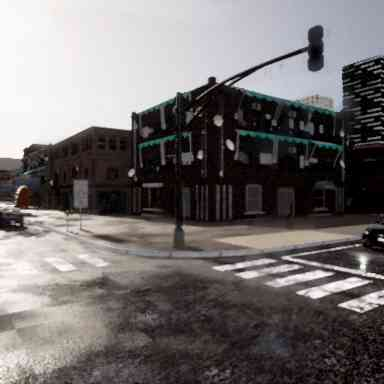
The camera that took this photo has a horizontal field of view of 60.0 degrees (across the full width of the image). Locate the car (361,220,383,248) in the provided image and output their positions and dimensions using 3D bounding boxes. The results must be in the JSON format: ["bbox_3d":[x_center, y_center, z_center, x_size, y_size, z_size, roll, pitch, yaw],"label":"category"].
[{"bbox_3d":[9.026,1.702,14.126,4.181,1.385,1.994,1,0,-36],"label":"car"}]

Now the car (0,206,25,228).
[{"bbox_3d":[-13.580,1.841,24.633,2.008,1.369,4.403,-1,0,-35],"label":"car"}]

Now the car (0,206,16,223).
[{"bbox_3d":[-16.791,1.934,29.142,1.802,1.307,4.206,-1,0,-35],"label":"car"}]

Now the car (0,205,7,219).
[{"bbox_3d":[-20.001,1.996,33.650,1.802,1.307,4.206,-1,0,-35],"label":"car"}]
